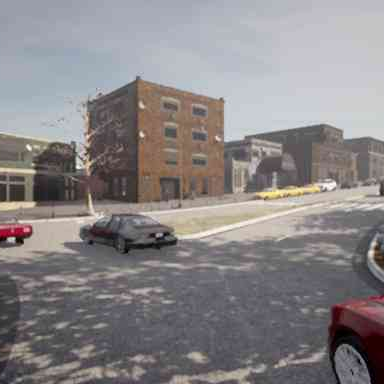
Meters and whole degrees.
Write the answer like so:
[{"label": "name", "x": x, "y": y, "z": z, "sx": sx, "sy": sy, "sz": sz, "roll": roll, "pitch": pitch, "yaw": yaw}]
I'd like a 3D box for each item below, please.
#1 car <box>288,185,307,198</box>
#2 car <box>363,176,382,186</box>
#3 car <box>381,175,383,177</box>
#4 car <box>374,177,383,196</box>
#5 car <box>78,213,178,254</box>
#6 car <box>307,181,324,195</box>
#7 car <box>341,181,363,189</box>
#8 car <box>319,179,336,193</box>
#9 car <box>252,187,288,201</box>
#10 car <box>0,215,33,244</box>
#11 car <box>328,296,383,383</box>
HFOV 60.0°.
[{"label": "car", "x": 13.839, "y": -0.096, "z": 47.295, "sx": 5.366, "sy": 1.575, "sz": 1.946, "roll": -5, "pitch": 3, "yaw": -44}, {"label": "car", "x": 37.799, "y": -2.055, "z": 70.579, "sx": 4.892, "sy": 1.521, "sz": 2.231, "roll": -5, "pitch": 3, "yaw": -44}, {"label": "car", "x": 41.718, "y": -2.629, "z": 74.390, "sx": 5.566, "sy": 2.045, "sz": 2.435, "roll": -5, "pitch": 3, "yaw": -44}, {"label": "car", "x": 25.729, "y": -0.638, "z": 42.422, "sx": 5.566, "sy": 2.045, "sz": 2.150, "roll": -5, "pitch": 3, "yaw": -43}, {"label": "car", "x": -2.837, "y": 1.600, "z": 13.814, "sx": 2.033, "sy": 1.411, "sz": 5.357, "roll": 0, "pitch": 0, "yaw": -42}, {"label": "car", "x": 17.794, "y": -0.420, "z": 51.139, "sx": 5.366, "sy": 1.575, "sz": 1.946, "roll": -5, "pitch": 3, "yaw": -44}, {"label": "car", "x": 29.860, "y": -1.376, "z": 62.869, "sx": 4.792, "sy": 1.488, "sz": 2.163, "roll": -5, "pitch": 3, "yaw": -44}, {"label": "car", "x": 21.944, "y": -1.009, "z": 55.168, "sx": 5.566, "sy": 2.045, "sz": 2.435, "roll": -5, "pitch": 3, "yaw": -44}, {"label": "car", "x": 9.878, "y": 0.231, "z": 43.459, "sx": 5.366, "sy": 1.575, "sz": 1.946, "roll": -5, "pitch": 3, "yaw": -44}, {"label": "car", "x": -9.346, "y": 1.667, "z": 15.031, "sx": 4.718, "sy": 1.301, "sz": 1.895, "roll": 0, "pitch": 0, "yaw": 33}, {"label": "car", "x": 2.887, "y": 1.480, "z": 2.097, "sx": 1.882, "sy": 1.535, "sz": 5.008, "roll": 0, "pitch": 0, "yaw": -11}]
